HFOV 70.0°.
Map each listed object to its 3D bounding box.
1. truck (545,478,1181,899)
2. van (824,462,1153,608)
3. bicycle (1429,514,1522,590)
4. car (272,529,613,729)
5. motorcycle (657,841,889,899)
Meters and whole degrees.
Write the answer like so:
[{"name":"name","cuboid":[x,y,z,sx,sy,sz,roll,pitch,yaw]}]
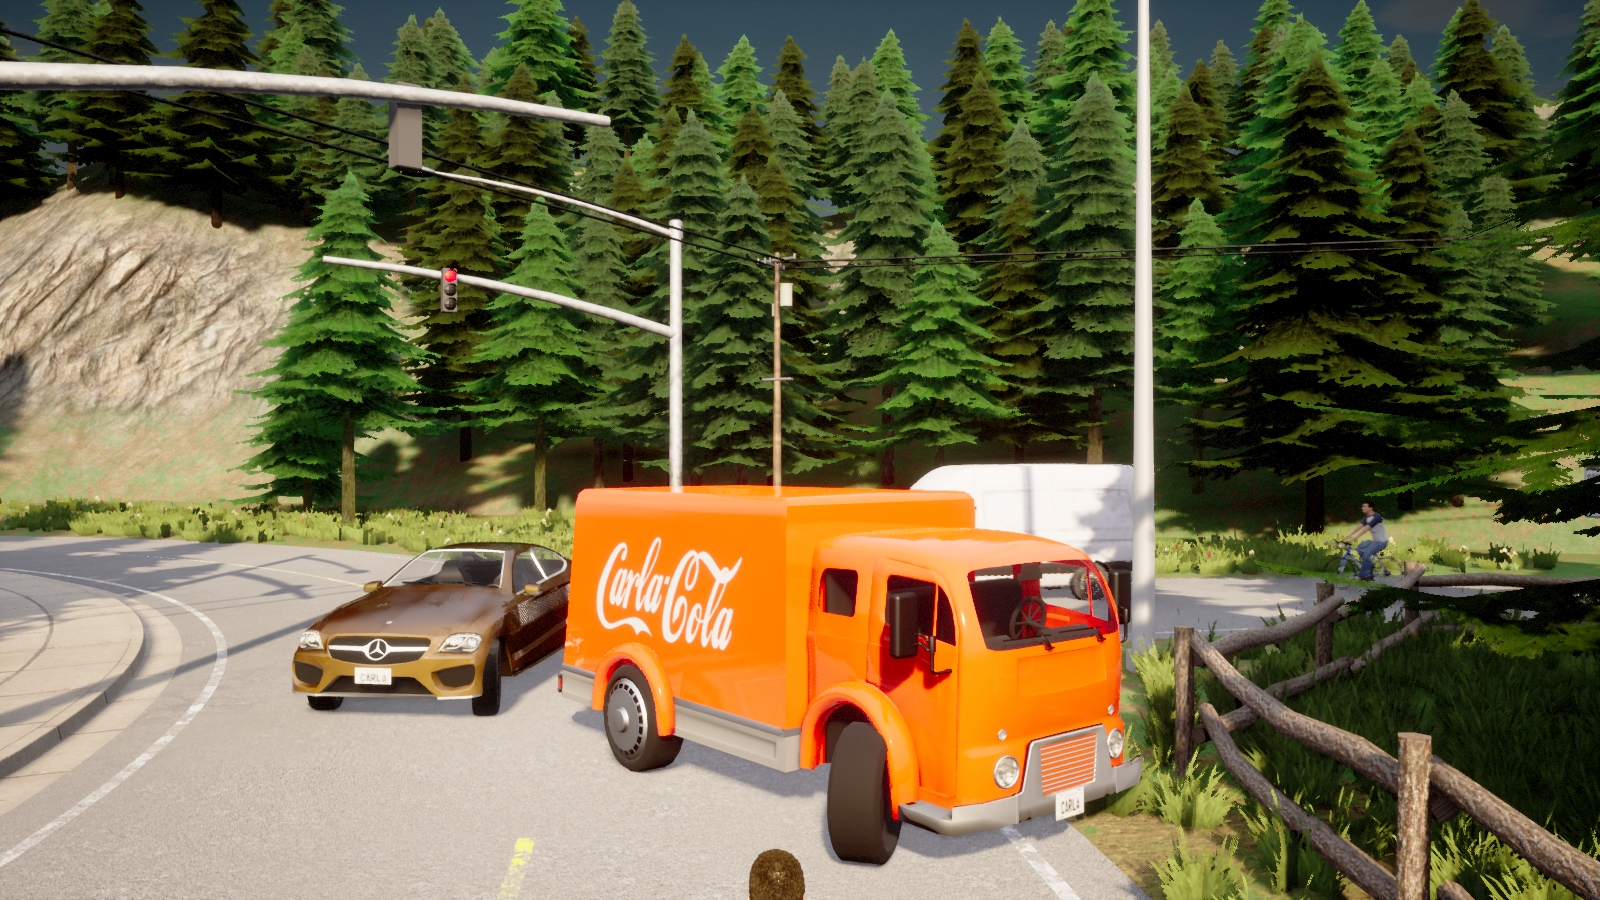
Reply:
[{"name":"truck","cuboid":[0.202,1.542,9.769,2.627,2.467,5.204,0,0,-39]},{"name":"van","cuboid":[3.579,1.534,21.975,5.915,2.561,1.988,0,0,-12]},{"name":"bicycle","cuboid":[13.683,2.056,23.158,1.643,1.496,0.373,0,0,0]},{"name":"car","cuboid":[-4.038,1.970,14.038,2.152,1.651,5.027,0,0,6]},{"name":"motorcycle","cuboid":[-0.074,2.159,3.526,0.803,1.199,2.033,0,0,-2]}]
